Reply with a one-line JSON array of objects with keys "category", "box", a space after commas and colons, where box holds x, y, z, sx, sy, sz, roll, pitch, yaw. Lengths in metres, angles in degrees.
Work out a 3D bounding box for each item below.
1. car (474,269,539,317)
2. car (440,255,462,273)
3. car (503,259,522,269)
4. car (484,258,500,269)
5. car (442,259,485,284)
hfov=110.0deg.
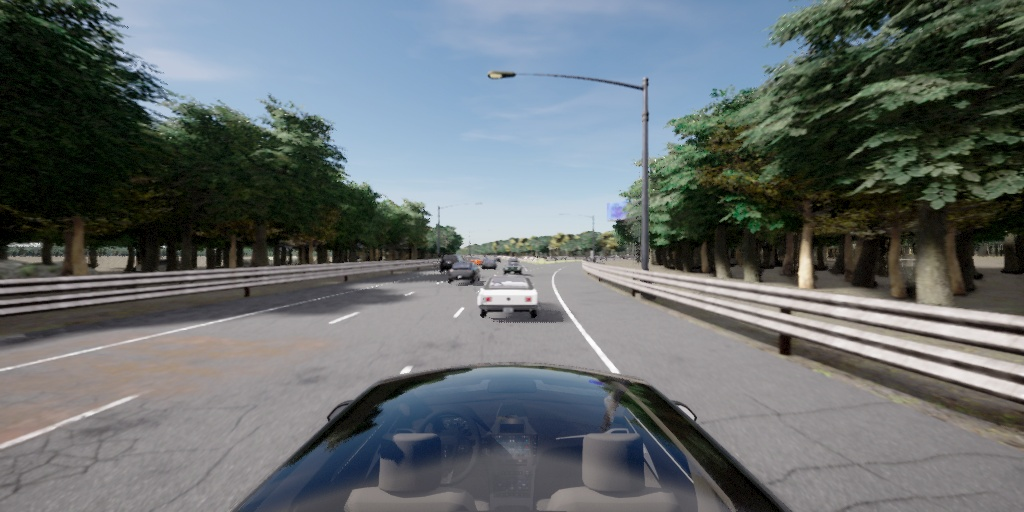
[{"category": "car", "box": [-0.109, 1.343, 13.102, 1.895, 1.301, 4.718, 0, 0, 0]}, {"category": "car", "box": [-6.789, 0.886, 41.249, 2.150, 2.045, 5.566, 0, 0, 1]}, {"category": "car", "box": [0.073, 1.292, 36.974, 1.895, 1.301, 4.718, 0, 0, 1]}, {"category": "car", "box": [-3.177, 1.215, 51.849, 1.994, 1.385, 4.181, 0, 0, 1]}, {"category": "car", "box": [-3.452, 1.201, 26.447, 2.128, 1.511, 4.902, 0, 0, 1]}]
